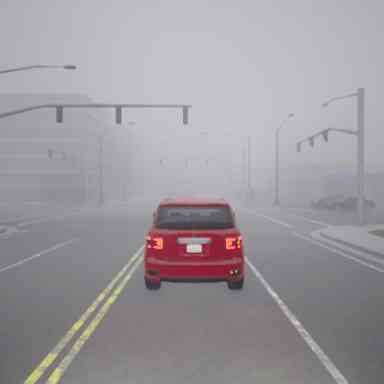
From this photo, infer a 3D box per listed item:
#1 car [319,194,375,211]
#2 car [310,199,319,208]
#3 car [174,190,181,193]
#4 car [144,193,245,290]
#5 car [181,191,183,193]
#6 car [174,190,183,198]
[{"bbox_3d":[16.555,1.219,35.098,5.008,1.535,1.882,-1,0,0],"label":"car"},{"bbox_3d":[16.093,1.070,38.604,4.553,1.767,2.097,0,0,0],"label":"car"},{"bbox_3d":[-3.660,0.908,60.172,2.097,1.767,4.553,0,0,0],"label":"car"},{"bbox_3d":[0.056,1.154,9.059,2.150,2.045,5.566,0,0,0],"label":"car"},{"bbox_3d":[-3.632,0.999,74.991,1.994,1.385,4.181,0,0,0],"label":"car"},{"bbox_3d":[-3.660,0.552,90.098,2.150,2.045,5.566,0,0,0],"label":"car"}]
